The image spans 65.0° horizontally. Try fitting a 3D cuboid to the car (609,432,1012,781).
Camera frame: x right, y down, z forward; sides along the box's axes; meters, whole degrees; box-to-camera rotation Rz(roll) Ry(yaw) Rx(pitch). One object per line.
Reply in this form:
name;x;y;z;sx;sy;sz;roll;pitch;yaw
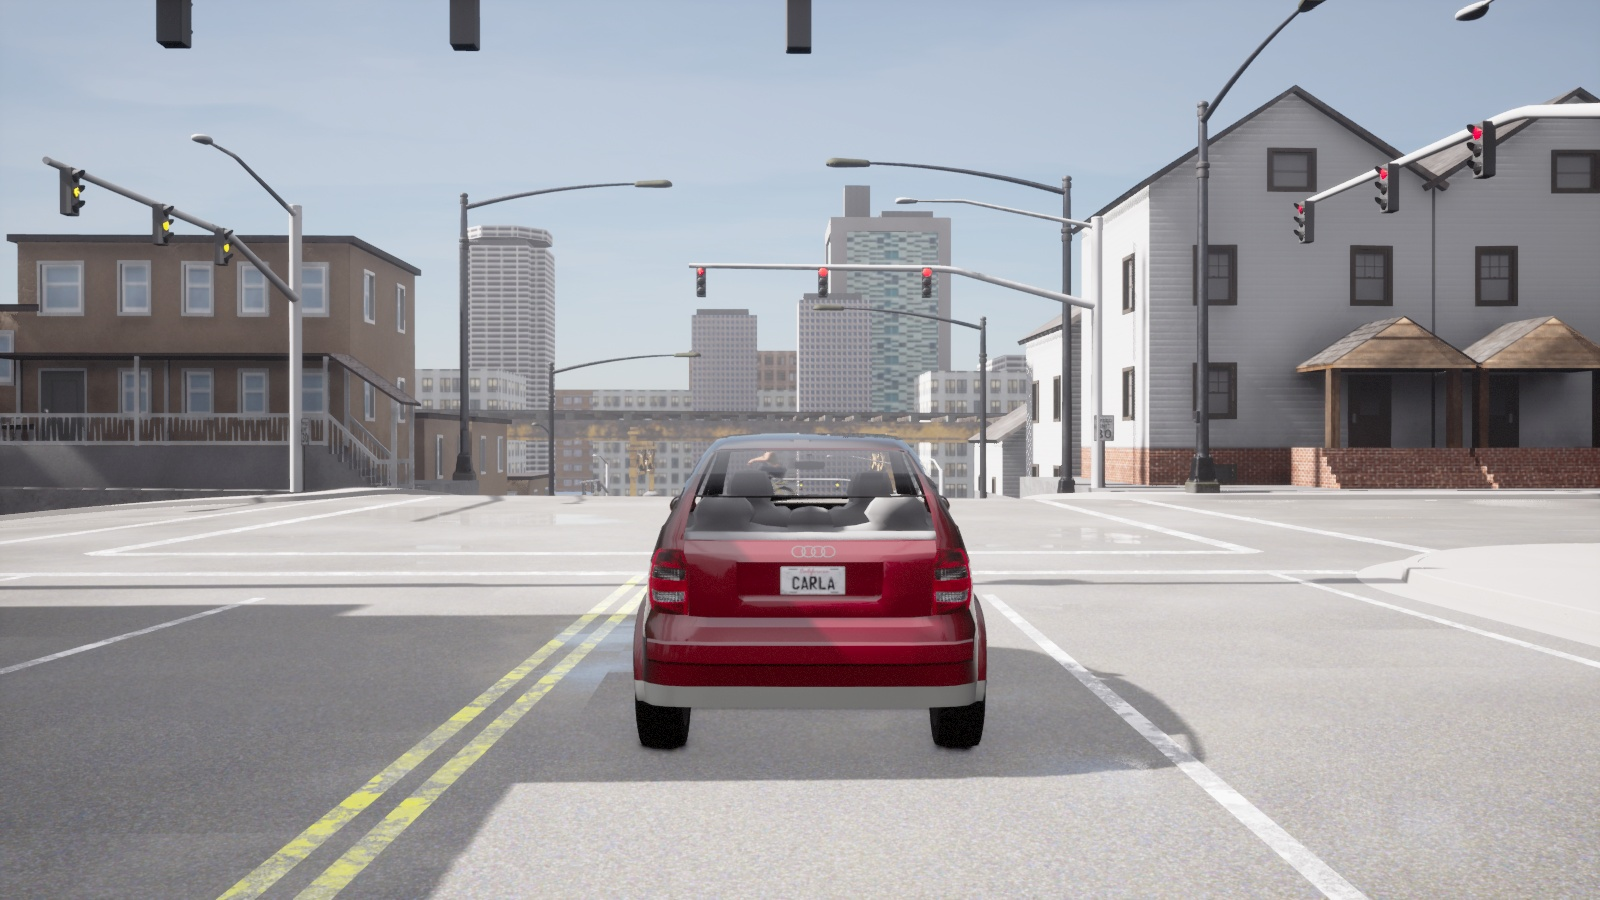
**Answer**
car;0.056;0.683;7.431;1.789;1.549;3.705;0;0;0
